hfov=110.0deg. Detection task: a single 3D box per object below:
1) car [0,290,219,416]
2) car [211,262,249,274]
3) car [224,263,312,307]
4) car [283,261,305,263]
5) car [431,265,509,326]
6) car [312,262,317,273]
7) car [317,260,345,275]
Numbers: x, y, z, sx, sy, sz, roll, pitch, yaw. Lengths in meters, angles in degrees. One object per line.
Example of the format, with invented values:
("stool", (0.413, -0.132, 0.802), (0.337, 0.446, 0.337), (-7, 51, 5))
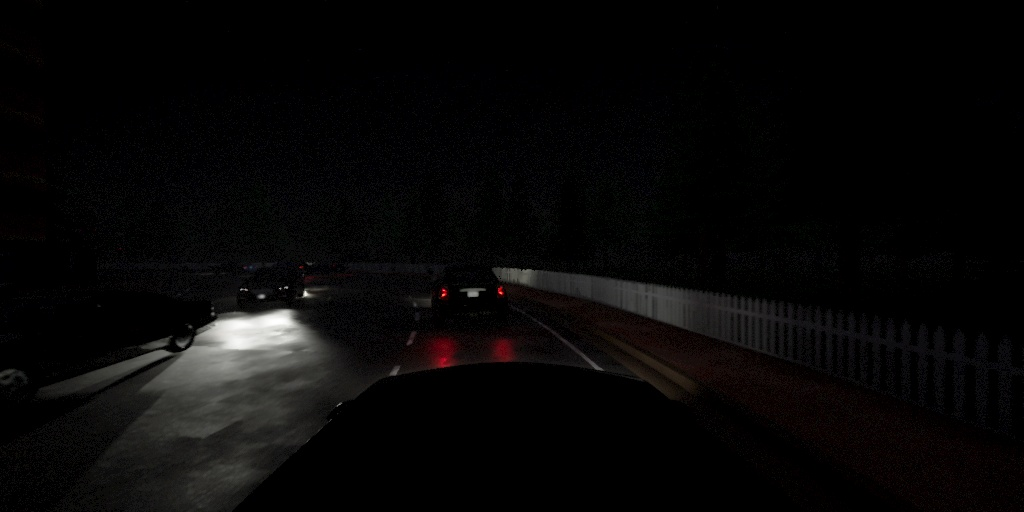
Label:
("car", (-7.570, 1.331, 6.115), (2.033, 1.411, 5.357), (0, 0, -9))
("car", (-31.174, 1.328, 40.332), (5.357, 1.411, 2.033), (0, 0, 18))
("car", (-10.349, 1.246, 15.681), (2.128, 1.511, 4.902), (-1, 0, -24))
("car", (-15.537, 1.224, 24.632), (1.882, 1.535, 5.008), (-1, 0, -38))
("car", (-1.558, 1.060, 11.909), (2.097, 1.767, 4.553), (-1, 0, -13))
("car", (-21.805, 1.241, 35.503), (4.892, 1.490, 1.837), (0, 0, 33))
("car", (-19.993, 1.184, 38.456), (5.008, 1.535, 1.882), (0, 1, 32))
